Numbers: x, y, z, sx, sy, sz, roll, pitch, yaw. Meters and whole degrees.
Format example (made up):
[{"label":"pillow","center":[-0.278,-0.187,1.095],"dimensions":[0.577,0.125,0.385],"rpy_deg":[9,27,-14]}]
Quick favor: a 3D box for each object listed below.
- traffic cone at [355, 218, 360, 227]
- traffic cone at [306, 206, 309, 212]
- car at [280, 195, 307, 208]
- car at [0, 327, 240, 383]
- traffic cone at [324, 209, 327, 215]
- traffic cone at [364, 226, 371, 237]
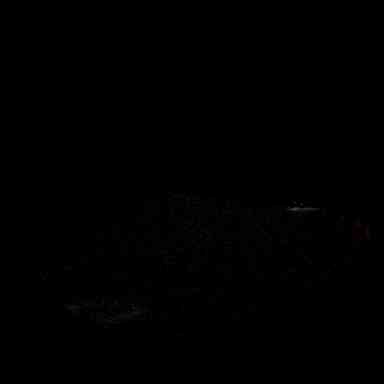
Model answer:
[{"label":"traffic cone","center":[10.774,1.991,21.616],"dimensions":[0.340,0.580,0.340],"rpy_deg":[0,1,17]},{"label":"traffic cone","center":[12.291,1.806,35.427],"dimensions":[0.340,0.580,0.340],"rpy_deg":[0,1,-5]},{"label":"car","center":[13.196,1.246,43.680],"dimensions":[1.837,1.490,4.892],"rpy_deg":[0,1,-11]},{"label":"car","center":[-1.783,1.496,0.917],"dimensions":[4.892,1.490,1.837],"rpy_deg":[1,0,-38]},{"label":"traffic cone","center":[12.370,1.869,30.772],"dimensions":[0.340,0.580,0.340],"rpy_deg":[0,1,3]},{"label":"traffic cone","center":[9.125,2.039,17.263],"dimensions":[0.340,0.580,0.340],"rpy_deg":[0,0,24]}]
